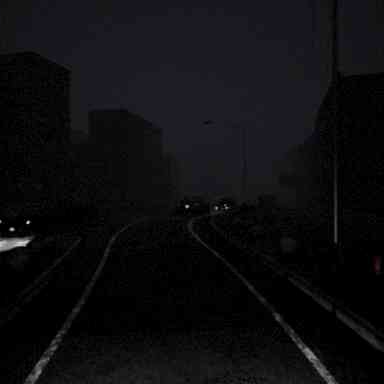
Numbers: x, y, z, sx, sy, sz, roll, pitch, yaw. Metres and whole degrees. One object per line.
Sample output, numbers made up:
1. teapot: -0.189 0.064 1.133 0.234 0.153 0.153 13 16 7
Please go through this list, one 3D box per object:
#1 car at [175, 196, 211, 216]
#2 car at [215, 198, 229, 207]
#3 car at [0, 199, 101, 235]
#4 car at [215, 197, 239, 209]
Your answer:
1. car: 0.163 1.024 25.409 1.994 1.385 4.181 0 -1 15
2. car: 5.115 1.782 56.434 1.837 1.490 4.892 0 -1 12
3. car: -6.394 1.048 15.727 2.033 1.411 5.357 0 1 17
4. car: 4.459 1.341 40.384 1.837 1.490 4.892 0 -2 16
